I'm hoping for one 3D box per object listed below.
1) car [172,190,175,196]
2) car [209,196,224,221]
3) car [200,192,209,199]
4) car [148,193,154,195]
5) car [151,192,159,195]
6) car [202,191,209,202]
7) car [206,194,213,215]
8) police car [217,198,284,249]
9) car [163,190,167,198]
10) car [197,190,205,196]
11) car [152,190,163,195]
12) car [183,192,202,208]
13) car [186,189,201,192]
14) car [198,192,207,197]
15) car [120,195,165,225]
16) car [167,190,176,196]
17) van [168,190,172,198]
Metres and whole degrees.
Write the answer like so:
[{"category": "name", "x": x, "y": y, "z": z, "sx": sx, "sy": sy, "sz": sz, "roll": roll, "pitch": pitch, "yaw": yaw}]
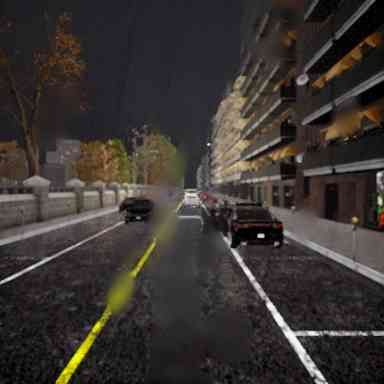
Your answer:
[{"category": "car", "x": -5.826, "y": 0.617, "z": 82.501, "sx": 1.947, "sy": 1.339, "sz": 4.313, "roll": 0, "pitch": 1, "yaw": 0}, {"category": "car", "x": 2.648, "y": 1.229, "z": 26.216, "sx": 2.008, "sy": 1.369, "sz": 4.403, "roll": 0, "pitch": 1, "yaw": 0}, {"category": "car", "x": 2.573, "y": 0.753, "z": 71.255, "sx": 1.802, "sy": 1.307, "sz": 4.206, "roll": 0, "pitch": 1, "yaw": 0}, {"category": "car", "x": -5.751, "y": 1.123, "z": 37.464, "sx": 1.802, "sy": 1.307, "sz": 4.206, "roll": 0, "pitch": 1, "yaw": 0}, {"category": "car", "x": -5.760, "y": 1.019, "z": 43.091, "sx": 1.887, "sy": 1.381, "sz": 4.507, "roll": 0, "pitch": 1, "yaw": 0}, {"category": "car", "x": 2.601, "y": 0.934, "z": 54.364, "sx": 1.802, "sy": 1.307, "sz": 4.206, "roll": 0, "pitch": 1, "yaw": 0}, {"category": "car", "x": 2.639, "y": 1.155, "z": 31.846, "sx": 1.887, "sy": 1.381, "sz": 4.507, "roll": 0, "pitch": 1, "yaw": 0}, {"category": "police car", "x": 2.343, "y": 1.254, "z": 13.883, "sx": 1.930, "sy": 1.638, "sz": 5.238, "roll": 0, "pitch": 1, "yaw": 0}, {"category": "car", "x": -5.780, "y": 0.667, "z": 54.347, "sx": 2.192, "sy": 1.841, "sz": 5.009, "roll": 0, "pitch": 1, "yaw": 0}, {"category": "car", "x": 2.535, "y": 0.375, "z": 93.773, "sx": 1.967, "sy": 1.590, "sz": 4.097, "roll": 0, "pitch": 1, "yaw": 0}, {"category": "car", "x": -5.769, "y": 0.853, "z": 48.718, "sx": 1.967, "sy": 1.590, "sz": 4.097, "roll": 0, "pitch": 1, "yaw": 0}, {"category": "car", "x": -0.010, "y": 1.045, "z": 39.311, "sx": 1.812, "sy": 1.442, "sz": 4.674, "roll": 0, "pitch": 1, "yaw": 0}, {"category": "car", "x": -0.087, "y": 0.579, "z": 53.872, "sx": 2.150, "sy": 2.045, "sz": 5.566, "roll": 0, "pitch": 1, "yaw": 0}, {"category": "car", "x": 2.554, "y": 0.617, "z": 82.515, "sx": 1.947, "sy": 1.339, "sz": 4.313, "roll": 0, "pitch": 1, "yaw": 0}, {"category": "car", "x": -3.135, "y": 1.208, "z": 21.970, "sx": 1.882, "sy": 1.535, "sz": 5.008, "roll": 0, "pitch": 1, "yaw": 0}, {"category": "car", "x": -5.845, "y": 0.250, "z": 93.758, "sx": 2.192, "sy": 1.841, "sz": 5.009, "roll": 0, "pitch": 1, "yaw": 0}, {"category": "van", "x": -5.808, "y": 0.512, "z": 71.238, "sx": 1.690, "sy": 1.788, "sz": 3.998, "roll": 0, "pitch": 1, "yaw": 0}]
